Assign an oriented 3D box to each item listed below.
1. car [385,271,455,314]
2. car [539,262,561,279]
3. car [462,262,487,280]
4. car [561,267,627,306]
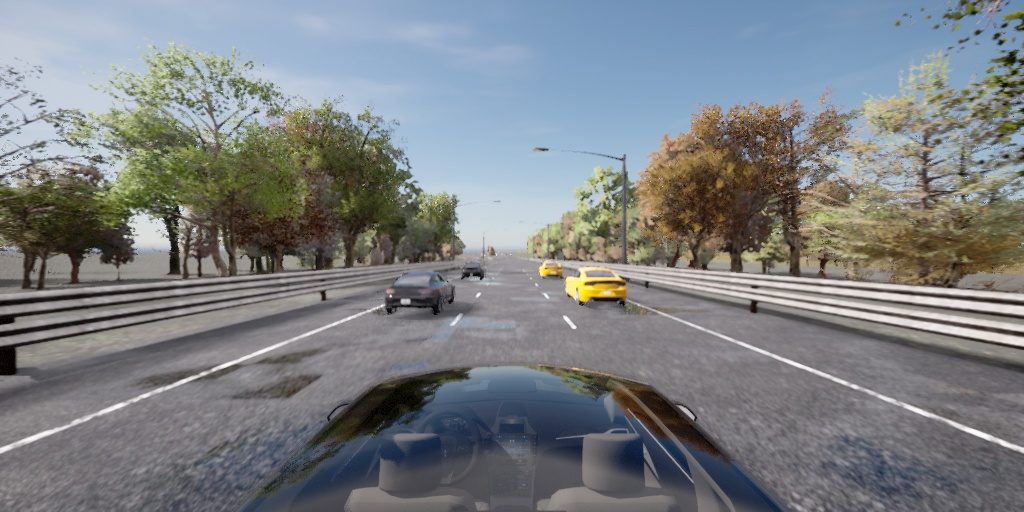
[{"bbox_3d":[-3.399,1.296,13.773,1.812,1.442,4.674,0,0,0],"label":"car"},{"bbox_3d":[3.606,1.289,33.863,1.882,1.535,5.008,0,0,0],"label":"car"},{"bbox_3d":[-3.394,1.313,32.409,1.837,1.490,4.892,0,0,0],"label":"car"},{"bbox_3d":[3.603,1.253,16.072,1.882,1.535,5.008,0,0,0],"label":"car"}]
